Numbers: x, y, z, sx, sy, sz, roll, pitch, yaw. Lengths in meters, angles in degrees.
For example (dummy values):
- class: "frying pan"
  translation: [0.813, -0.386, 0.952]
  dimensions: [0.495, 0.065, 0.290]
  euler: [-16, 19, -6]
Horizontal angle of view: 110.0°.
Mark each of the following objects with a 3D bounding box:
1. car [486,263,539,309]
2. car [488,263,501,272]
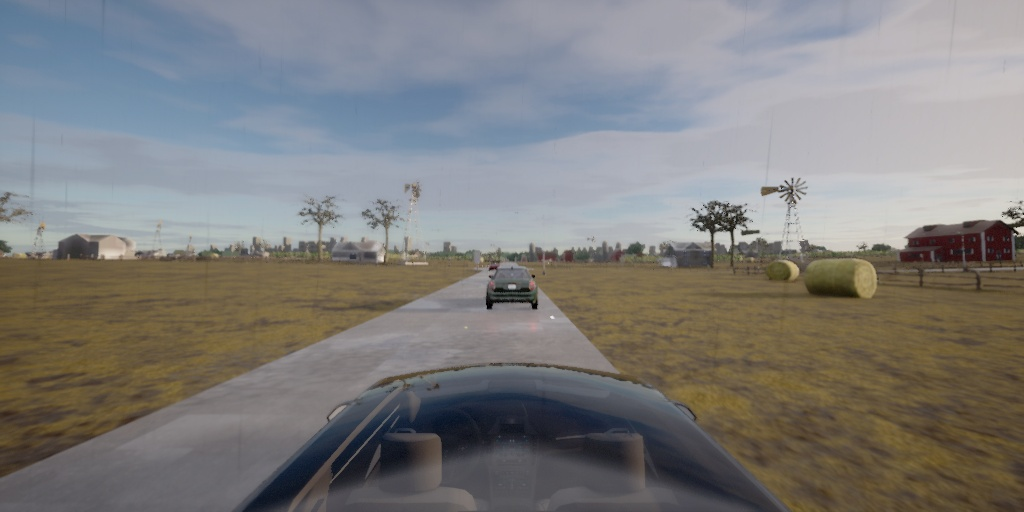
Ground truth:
- class: "car"
  translation: [0.005, 1.233, 15.947]
  dimensions: [2.097, 1.767, 4.553]
  euler: [0, -1, 0]
- class: "car"
  translation: [-2.738, 1.793, 57.504]
  dimensions: [1.895, 1.301, 4.718]
  euler: [0, 0, 0]
